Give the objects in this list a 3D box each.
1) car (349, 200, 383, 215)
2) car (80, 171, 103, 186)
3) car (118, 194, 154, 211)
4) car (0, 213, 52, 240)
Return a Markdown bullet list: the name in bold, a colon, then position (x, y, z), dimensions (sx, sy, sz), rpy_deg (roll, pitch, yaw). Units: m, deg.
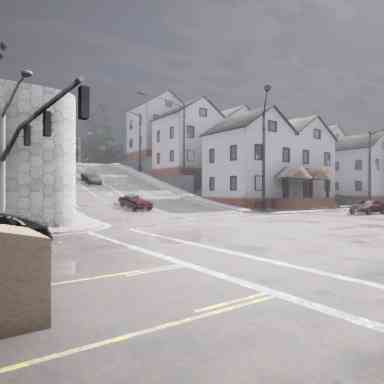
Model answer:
- **car**: position (17.887, 1.526, 33.751), dimensions (4.674, 1.442, 1.812), rpy_deg (0, 0, -35)
- **car**: position (-13.425, -1.874, 44.348), dimensions (1.837, 1.490, 4.892), rpy_deg (0, 14, -34)
- **car**: position (-5.595, 0.971, 32.964), dimensions (1.895, 1.301, 4.718), rpy_deg (0, 7, -35)
- **car**: position (-7.479, 1.505, 11.473), dimensions (4.892, 1.490, 1.837), rpy_deg (0, 0, -35)
